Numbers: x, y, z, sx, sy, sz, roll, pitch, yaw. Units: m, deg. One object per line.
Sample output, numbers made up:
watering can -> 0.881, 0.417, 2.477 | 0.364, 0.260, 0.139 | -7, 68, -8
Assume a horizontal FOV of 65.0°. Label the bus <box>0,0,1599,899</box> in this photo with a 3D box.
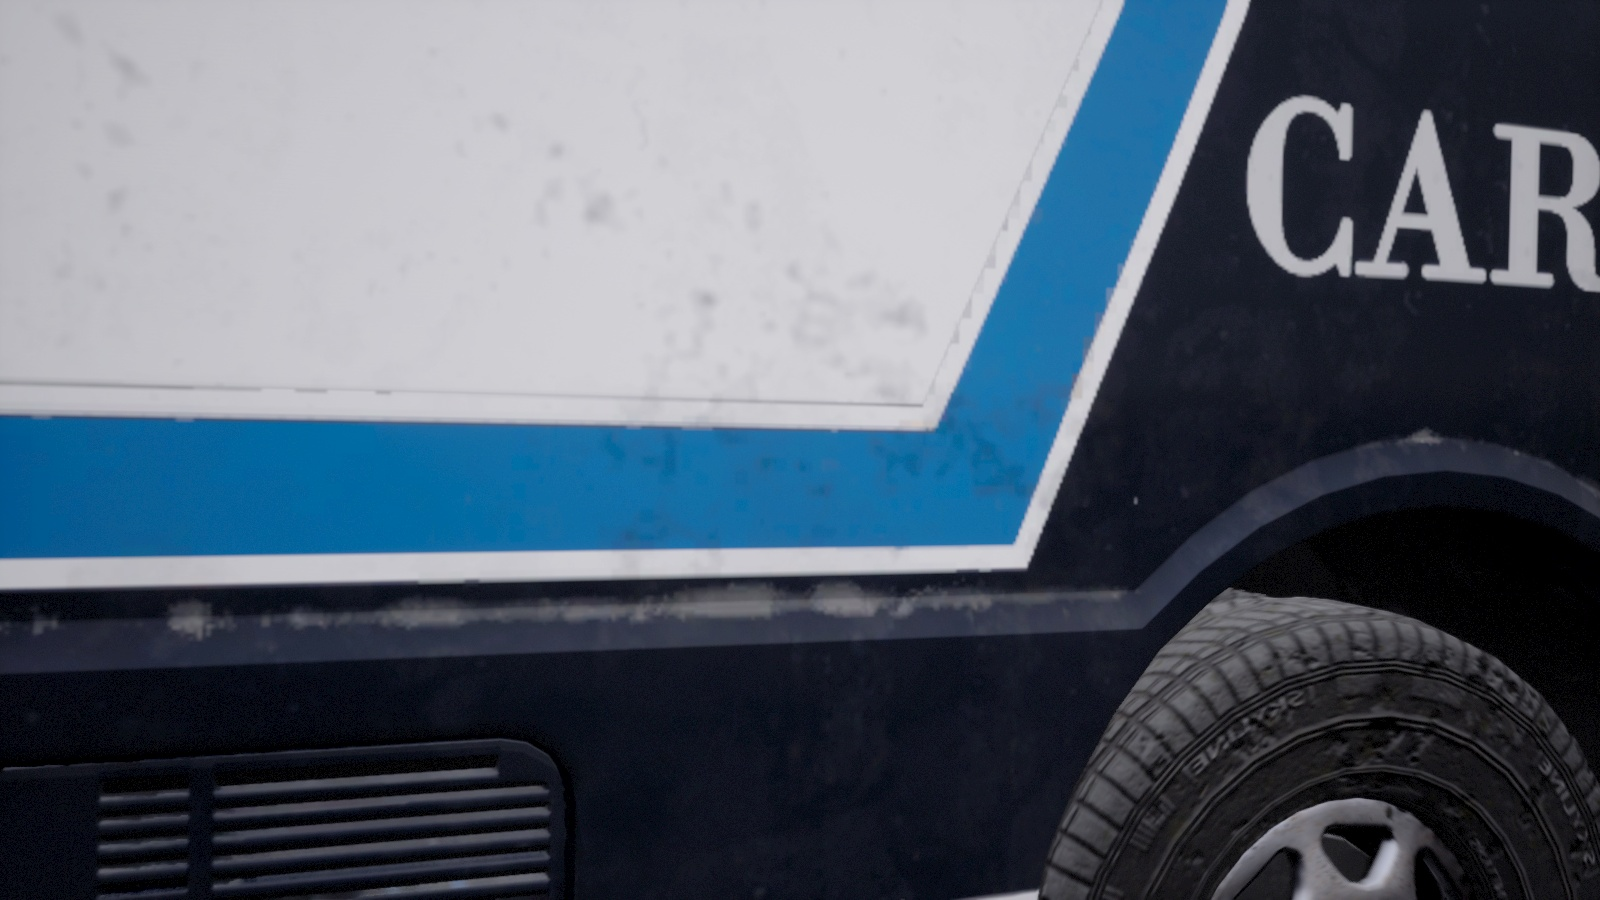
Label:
bus -> -2.052, -0.615, 2.559 | 10.273, 4.253, 3.944 | -1, 1, -19
